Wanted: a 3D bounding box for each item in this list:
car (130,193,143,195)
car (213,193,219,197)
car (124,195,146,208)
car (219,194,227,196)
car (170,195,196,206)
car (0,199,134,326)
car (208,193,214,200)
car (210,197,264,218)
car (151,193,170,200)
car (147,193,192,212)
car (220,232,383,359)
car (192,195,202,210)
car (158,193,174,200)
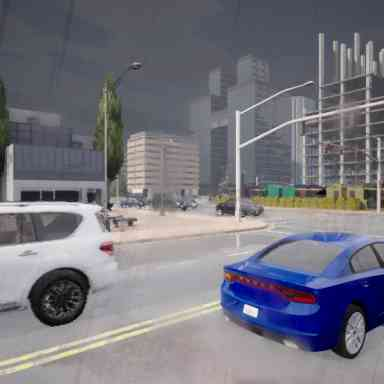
[{"bbox_3d":[-12.121,1.224,70.345,2.150,2.045,5.566,0,0,-36],"label":"car"},{"bbox_3d":[7.037,1.395,69.339,3.806,1.475,1.970,0,0,-38],"label":"car"},{"bbox_3d":[-8.835,1.526,47.885,1.812,1.442,4.674,0,0,-36],"label":"car"},{"bbox_3d":[5.300,1.351,34.433,2.097,1.767,4.553,0,0,-36],"label":"car"},{"bbox_3d":[-1.604,1.352,56.092,2.097,1.767,4.553,0,0,-36],"label":"car"},{"bbox_3d":[-4.032,1.221,5.539,5.566,2.045,2.150,0,0,-36],"label":"car"},{"bbox_3d":[5.279,1.156,71.640,3.866,1.878,1.905,0,0,-38],"label":"car"},{"bbox_3d":[4.101,1.507,30.139,1.837,1.490,4.892,0,-1,-36],"label":"car"},{"bbox_3d":[-8.451,1.153,89.487,4.605,1.855,1.932,0,0,-38],"label":"car"},{"bbox_3d":[-2.745,1.221,39.516,2.150,2.045,5.566,0,0,-36],"label":"car"},{"bbox_3d":[2.744,1.478,6.100,5.008,1.535,1.882,0,0,-38],"label":"car"},{"bbox_3d":[-1.192,1.492,43.326,2.128,1.511,4.902,0,0,-36],"label":"car"},{"bbox_3d":[-6.728,1.156,87.162,3.866,1.878,1.905,0,0,-38],"label":"car"}]
